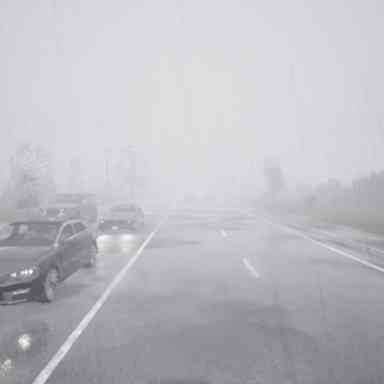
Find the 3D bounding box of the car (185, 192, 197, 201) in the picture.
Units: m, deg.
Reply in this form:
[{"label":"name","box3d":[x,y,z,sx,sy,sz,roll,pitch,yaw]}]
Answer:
[{"label":"car","box3d":[-0.261,0.867,61.734,1.994,1.385,4.181,0,1,1]}]

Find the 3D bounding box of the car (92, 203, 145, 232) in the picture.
[{"label":"car","box3d":[-3.813,1.355,19.013,2.033,1.411,5.357,0,1,-1]}]

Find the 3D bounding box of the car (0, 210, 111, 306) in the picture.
[{"label":"car","box3d":[-3.685,1.422,8.060,2.128,1.511,4.902,0,1,-1]}]

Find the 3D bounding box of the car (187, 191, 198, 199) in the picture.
[{"label":"car","box3d":[0.064,0.640,71.674,2.128,1.511,4.902,0,1,3]}]

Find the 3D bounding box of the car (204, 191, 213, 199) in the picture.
[{"label":"car","box3d":[3.560,0.554,71.508,1.882,1.535,5.008,0,1,3]}]

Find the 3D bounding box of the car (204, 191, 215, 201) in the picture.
[{"label":"car","box3d":[3.230,0.764,61.271,1.882,1.535,5.008,0,1,1]}]

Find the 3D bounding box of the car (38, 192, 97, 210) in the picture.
[{"label":"car","box3d":[-7.327,1.041,20.102,2.150,2.045,5.566,0,0,-1]}]
